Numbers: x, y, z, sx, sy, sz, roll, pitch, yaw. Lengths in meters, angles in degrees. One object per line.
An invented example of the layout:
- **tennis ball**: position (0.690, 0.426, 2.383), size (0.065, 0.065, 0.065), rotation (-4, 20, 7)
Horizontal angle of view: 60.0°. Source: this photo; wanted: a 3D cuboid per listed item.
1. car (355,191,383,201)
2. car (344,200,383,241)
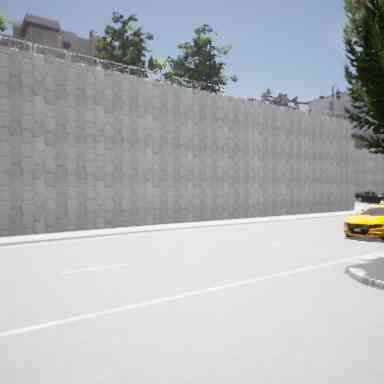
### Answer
- **car**: position (22.412, 0.710, 40.740), size (1.837, 1.490, 4.892), rotation (0, 5, -33)
- **car**: position (9.177, 1.346, 15.706), size (5.008, 1.535, 1.882), rotation (0, 0, -34)
